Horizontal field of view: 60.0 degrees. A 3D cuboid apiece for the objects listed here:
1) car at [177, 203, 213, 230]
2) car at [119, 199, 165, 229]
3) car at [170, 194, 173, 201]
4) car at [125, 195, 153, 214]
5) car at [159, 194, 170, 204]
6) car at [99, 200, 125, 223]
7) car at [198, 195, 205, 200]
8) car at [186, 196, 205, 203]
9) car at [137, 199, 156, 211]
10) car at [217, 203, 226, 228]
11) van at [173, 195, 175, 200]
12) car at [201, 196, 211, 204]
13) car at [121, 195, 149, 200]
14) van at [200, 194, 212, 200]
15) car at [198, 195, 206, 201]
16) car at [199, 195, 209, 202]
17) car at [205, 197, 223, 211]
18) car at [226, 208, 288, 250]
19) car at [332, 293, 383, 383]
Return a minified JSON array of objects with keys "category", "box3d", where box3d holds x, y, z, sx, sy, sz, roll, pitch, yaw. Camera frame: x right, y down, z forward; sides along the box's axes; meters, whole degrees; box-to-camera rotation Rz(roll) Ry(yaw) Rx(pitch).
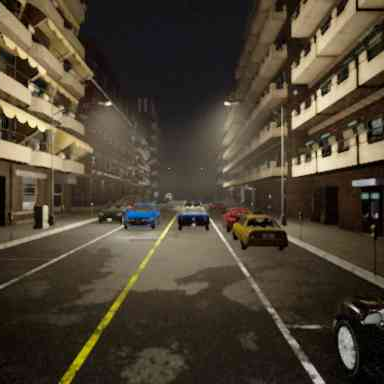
[{"category":"car","box3d":[0.093,1.586,21.029,1.895,1.301,4.718,0,0,0]},{"category":"car","box3d":[-3.100,1.462,21.532,1.882,1.535,5.008,0,0,0]},{"category":"car","box3d":[-5.681,1.518,69.643,1.947,1.339,4.313,1,0,0]},{"category":"car","box3d":[-5.677,1.290,36.216,2.192,1.841,5.009,1,0,0]},{"category":"car","box3d":[-5.680,1.481,63.901,1.752,1.417,4.829,1,0,0]},{"category":"car","box3d":[-5.680,1.548,25.074,1.947,1.339,4.313,1,0,0]},{"category":"car","box3d":[2.665,1.520,91.888,1.802,1.307,4.206,1,0,0]},{"category":"car","box3d":[0.084,1.521,37.608,2.033,1.411,5.357,0,0,0]},{"category":"car","box3d":[-5.680,1.553,41.787,1.802,1.307,4.206,1,0,0]},{"category":"car","box3d":[2.700,1.568,19.463,1.802,1.307,4.206,1,0,0]},{"category":"van","box3d":[-5.679,1.286,80.785,1.690,1.788,3.998,1,0,0]},{"category":"car","box3d":[2.707,1.481,64.202,1.752,1.417,4.829,1,0,0]},{"category":"car","box3d":[-5.676,1.294,30.644,2.192,1.841,5.009,1,0,0]},{"category":"van","box3d":[2.705,1.301,58.461,1.690,1.788,3.998,1,0,0]},{"category":"car","box3d":[2.665,1.508,86.317,1.947,1.339,4.313,1,0,0]},{"category":"car","box3d":[2.678,1.494,75.174,1.887,1.381,4.507,1,0,0]},{"category":"car","box3d":[2.699,1.557,36.176,1.802,1.307,4.206,1,0,0]},{"category":"car","box3d":[2.701,1.515,14.061,1.752,1.417,4.829,1,0,0]},{"category":"car","box3d":[2.701,1.549,2.749,2.008,1.369,4.403,1,0,0]}]
